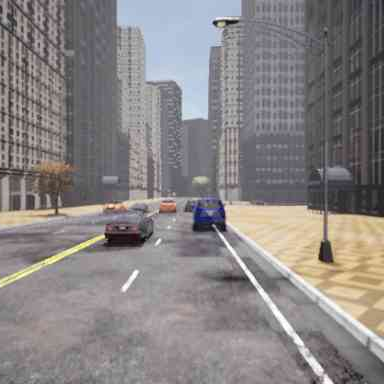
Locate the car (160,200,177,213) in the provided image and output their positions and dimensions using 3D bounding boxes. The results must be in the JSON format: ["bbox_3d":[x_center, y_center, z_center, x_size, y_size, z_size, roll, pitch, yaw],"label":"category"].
[{"bbox_3d":[-3.154,1.793,44.832,2.097,1.767,4.553,0,0,0],"label":"car"}]

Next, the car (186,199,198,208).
[{"bbox_3d":[-0.005,2.072,59.262,2.128,1.511,4.902,0,-1,0],"label":"car"}]

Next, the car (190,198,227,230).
[{"bbox_3d":[1.136,1.451,23.074,2.150,2.045,5.566,0,-1,0],"label":"car"}]

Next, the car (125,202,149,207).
[{"bbox_3d":[-6.590,1.960,42.096,2.033,1.411,5.357,0,-1,0],"label":"car"}]

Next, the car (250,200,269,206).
[{"bbox_3d":[15.914,2.597,78.535,4.403,1.369,2.008,1,0,-1],"label":"car"}]

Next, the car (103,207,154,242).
[{"bbox_3d":[-3.152,1.719,17.535,2.033,1.411,5.357,0,-1,0],"label":"car"}]

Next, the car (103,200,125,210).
[{"bbox_3d":[-9.836,1.765,42.265,2.097,1.767,4.553,0,0,0],"label":"car"}]

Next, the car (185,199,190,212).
[{"bbox_3d":[0.043,1.813,47.167,2.097,1.767,4.553,0,-1,0],"label":"car"}]
